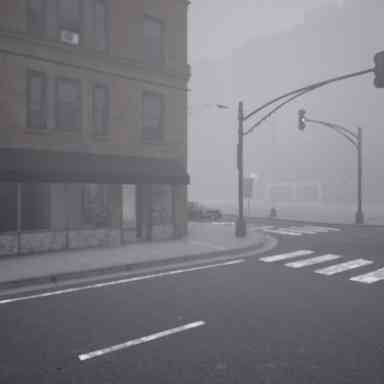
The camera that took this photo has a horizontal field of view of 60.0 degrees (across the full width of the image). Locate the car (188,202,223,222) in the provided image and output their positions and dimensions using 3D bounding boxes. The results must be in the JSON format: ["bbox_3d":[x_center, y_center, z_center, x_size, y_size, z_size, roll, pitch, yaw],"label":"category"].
[{"bbox_3d":[0.159,1.384,24.236,1.895,1.301,4.718,0,0,-35],"label":"car"}]
